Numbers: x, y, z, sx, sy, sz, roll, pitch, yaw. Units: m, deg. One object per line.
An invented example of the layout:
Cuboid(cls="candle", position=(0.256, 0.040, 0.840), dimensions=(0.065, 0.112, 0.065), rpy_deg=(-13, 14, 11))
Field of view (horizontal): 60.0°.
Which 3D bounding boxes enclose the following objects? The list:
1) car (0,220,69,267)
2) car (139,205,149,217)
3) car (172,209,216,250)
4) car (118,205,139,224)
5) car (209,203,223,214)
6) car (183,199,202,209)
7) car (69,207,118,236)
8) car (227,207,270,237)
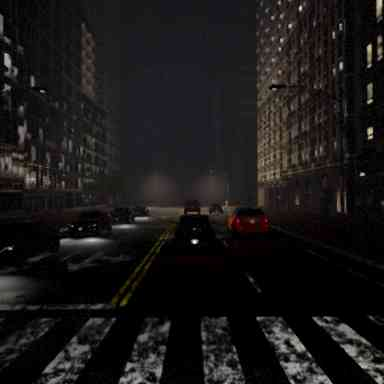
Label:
Cuboid(cls="car", position=(-6.587, 1.840, 12.748), dimensions=(1.812, 1.442, 4.674), rpy_deg=(-1, -1, 0))
Cuboid(cls="car", position=(-6.459, 2.338, 41.293), dimensions=(1.994, 1.385, 4.181), rpy_deg=(-1, -1, 0))
Cuboid(cls="car", position=(0.111, 1.810, 16.012), dimensions=(1.837, 1.490, 4.892), rpy_deg=(-1, -1, 0))
Cuboid(cls="car", position=(-6.542, 2.141, 31.307), dimensions=(1.812, 1.442, 4.674), rpy_deg=(-1, -1, 0))
Cuboid(cls="car", position=(3.344, 2.303, 47.275), dimensions=(1.812, 1.442, 4.674), rpy_deg=(-1, -1, 1))
Cuboid(cls="car", position=(0.043, 1.963, 42.952), dimensions=(2.150, 2.045, 5.566), rpy_deg=(-1, -1, 0))
Cuboid(cls="car", position=(-6.579, 1.970, 22.016), dimensions=(1.837, 1.490, 4.892), rpy_deg=(-1, -1, 0))
Cuboid(cls="car", position=(3.366, 1.702, 20.648), dimensions=(2.097, 1.767, 4.553), rpy_deg=(-1, -1, 0))
